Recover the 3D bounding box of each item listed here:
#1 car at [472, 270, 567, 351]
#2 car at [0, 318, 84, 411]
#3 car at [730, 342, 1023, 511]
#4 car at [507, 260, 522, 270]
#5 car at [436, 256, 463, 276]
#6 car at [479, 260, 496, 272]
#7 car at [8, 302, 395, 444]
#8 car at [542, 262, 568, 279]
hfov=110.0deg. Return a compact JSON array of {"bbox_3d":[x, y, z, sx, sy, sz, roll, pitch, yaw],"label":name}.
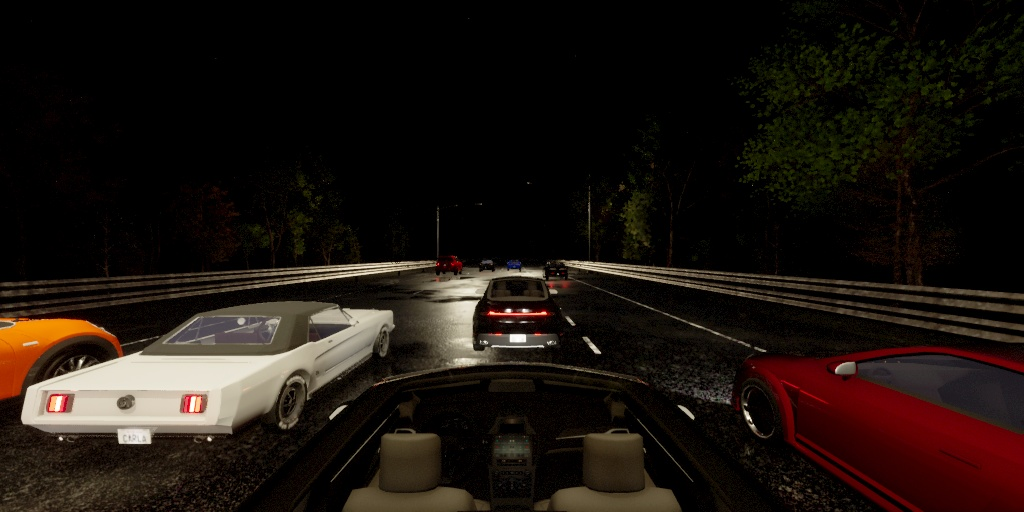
[{"bbox_3d":[0.122,1.255,8.956,1.837,1.490,4.892,0,0,0],"label":"car"},{"bbox_3d":[-6.919,1.102,3.473,2.097,1.767,4.553,0,0,1],"label":"car"},{"bbox_3d":[3.601,1.314,2.578,1.994,1.385,4.181,0,0,0],"label":"car"},{"bbox_3d":[0.317,1.279,50.251,1.882,1.535,5.008,0,0,0],"label":"car"},{"bbox_3d":[-6.736,1.006,38.707,2.150,2.045,5.566,0,0,0],"label":"car"},{"bbox_3d":[-3.198,1.286,46.610,2.128,1.511,4.902,0,0,0],"label":"car"},{"bbox_3d":[-3.401,1.350,5.474,1.895,1.301,4.718,0,0,0],"label":"car"},{"bbox_3d":[3.733,1.264,31.460,2.128,1.511,4.902,0,0,0],"label":"car"}]
